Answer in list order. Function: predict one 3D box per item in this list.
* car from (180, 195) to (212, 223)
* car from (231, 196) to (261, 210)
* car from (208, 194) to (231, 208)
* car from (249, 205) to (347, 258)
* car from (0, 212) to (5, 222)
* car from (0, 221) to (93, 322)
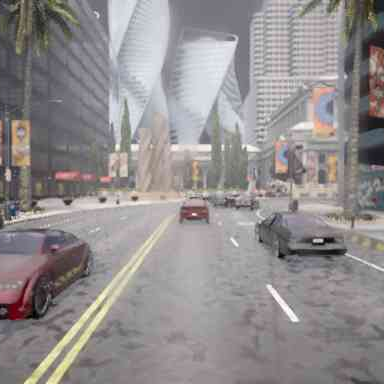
[{"bbox_3d":[0.230,1.225,23.120,1.882,1.535,5.008,0,1,2],"label":"car"},{"bbox_3d":[6.163,1.151,36.280,2.033,1.411,5.357,0,1,22],"label":"car"},{"bbox_3d":[3.955,1.061,39.549,2.128,1.511,4.902,0,1,24],"label":"car"},{"bbox_3d":[3.622,1.415,12.058,2.033,1.411,5.357,0,1,0],"label":"car"},{"bbox_3d":[-7.079,1.128,8.489,2.150,2.045,5.566,0,1,0],"label":"car"},{"bbox_3d":[-3.573,1.486,7.044,1.994,1.385,4.181,0,1,0],"label":"car"}]
